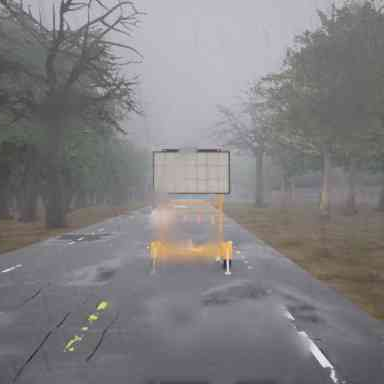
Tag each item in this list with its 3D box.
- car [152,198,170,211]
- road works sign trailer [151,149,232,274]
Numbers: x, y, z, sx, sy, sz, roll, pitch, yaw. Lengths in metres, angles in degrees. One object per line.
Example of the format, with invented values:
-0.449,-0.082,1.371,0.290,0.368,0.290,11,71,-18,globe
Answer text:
-3.670,1.436,40.298,2.128,1.511,4.902,0,0,0,car
-0.017,0.458,10.486,2.380,3.560,2.880,0,0,0,road works sign trailer
